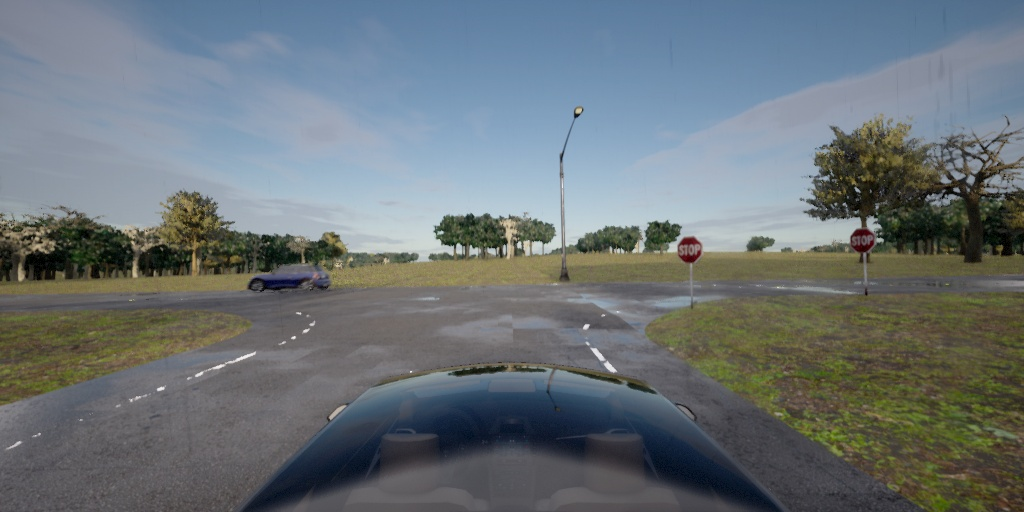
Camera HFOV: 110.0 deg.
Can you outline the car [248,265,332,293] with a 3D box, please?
[{"bbox_3d":[-14.137,1.377,22.881,4.553,1.767,2.097,-1,-2,0],"label":"car"}]
